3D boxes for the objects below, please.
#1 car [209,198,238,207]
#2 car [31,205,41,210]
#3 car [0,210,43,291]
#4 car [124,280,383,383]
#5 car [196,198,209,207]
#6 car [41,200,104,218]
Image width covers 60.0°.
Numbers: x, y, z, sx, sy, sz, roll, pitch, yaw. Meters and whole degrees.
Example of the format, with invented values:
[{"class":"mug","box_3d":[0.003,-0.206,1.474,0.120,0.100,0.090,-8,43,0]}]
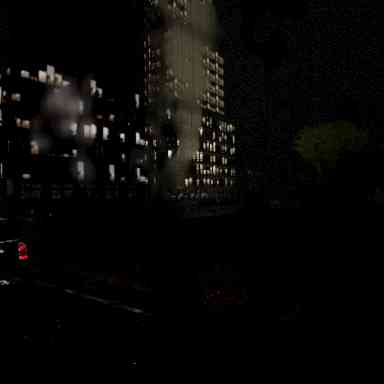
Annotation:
[{"class":"car","box_3d":[5.484,1.640,52.898,2.033,1.411,5.357,-1,-1,38]},{"class":"car","box_3d":[-13.544,1.604,33.171,2.128,1.511,4.902,-1,-1,37]},{"class":"car","box_3d":[-5.829,1.357,7.842,4.553,1.767,2.097,0,0,36]},{"class":"car","box_3d":[1.646,1.478,2.512,5.008,1.535,1.882,0,0,36]},{"class":"car","box_3d":[2.889,1.688,54.851,2.033,1.411,5.357,-1,-1,38]},{"class":"car","box_3d":[-10.849,1.612,31.348,2.033,1.411,5.357,-1,-1,37]}]
